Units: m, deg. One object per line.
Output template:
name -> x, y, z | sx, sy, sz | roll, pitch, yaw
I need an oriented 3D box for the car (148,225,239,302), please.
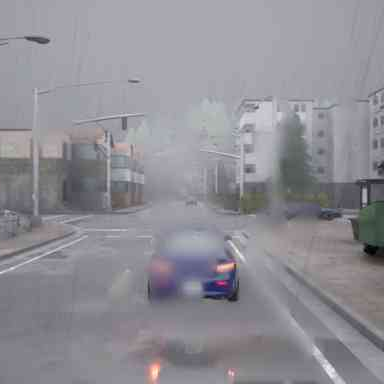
car -> 0.037, 1.526, 8.162 | 1.812, 1.442, 4.674 | 0, 0, 0

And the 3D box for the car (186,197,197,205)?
car -> -0.050, 1.545, 58.360 | 2.033, 1.411, 5.357 | 0, 0, 0

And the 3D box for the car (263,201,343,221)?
car -> 7.993, 1.360, 24.266 | 5.357, 1.411, 2.033 | 0, 0, 0
